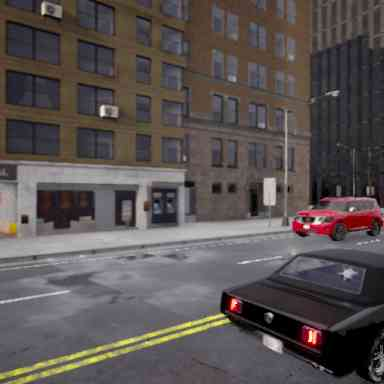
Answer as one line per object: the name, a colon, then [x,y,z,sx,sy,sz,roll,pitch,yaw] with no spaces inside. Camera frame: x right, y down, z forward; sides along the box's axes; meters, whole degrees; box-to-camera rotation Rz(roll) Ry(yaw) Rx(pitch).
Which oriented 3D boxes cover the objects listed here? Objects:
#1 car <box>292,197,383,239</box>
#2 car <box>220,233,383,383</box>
car: [7.583,1.292,17.054,5.566,2.045,2.150,1,0,-35]
car: [2.818,1.625,5.452,4.718,1.301,1.895,0,0,-36]
